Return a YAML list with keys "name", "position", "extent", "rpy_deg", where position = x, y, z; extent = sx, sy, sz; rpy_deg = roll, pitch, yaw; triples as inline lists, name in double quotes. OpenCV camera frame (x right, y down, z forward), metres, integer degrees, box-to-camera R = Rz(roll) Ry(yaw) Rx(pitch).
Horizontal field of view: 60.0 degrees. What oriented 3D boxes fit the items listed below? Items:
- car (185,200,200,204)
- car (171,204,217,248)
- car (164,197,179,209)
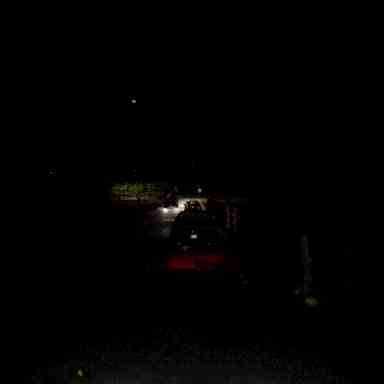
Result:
- name: "car"
  position: [0.058, 1.583, 35.398]
  extent: [2.033, 1.411, 5.357]
  rpy_deg: [0, 0, 0]
- name: "car"
  position: [0.076, 1.553, 15.198]
  extent: [1.882, 1.535, 5.008]
  rpy_deg: [0, 0, 0]
- name: "car"
  position: [-2.806, 1.490, 46.099]
  extent: [1.837, 1.490, 4.892]
  rpy_deg: [0, 0, 0]
